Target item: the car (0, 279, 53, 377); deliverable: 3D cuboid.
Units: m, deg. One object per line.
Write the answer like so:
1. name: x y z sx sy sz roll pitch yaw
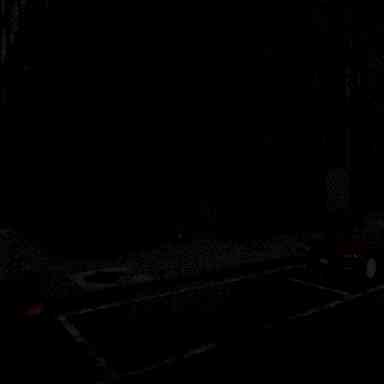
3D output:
1. car: -3.751 1.580 3.513 4.206 1.307 1.802 0 0 -35

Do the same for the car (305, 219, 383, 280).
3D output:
1. car: 5.223 1.542 9.914 4.507 1.381 1.887 0 0 -35
